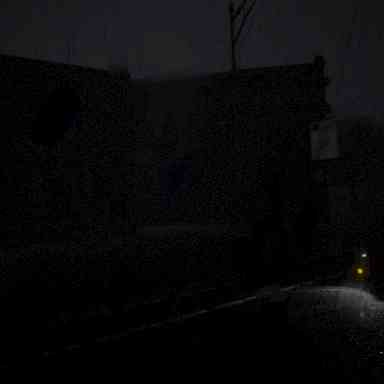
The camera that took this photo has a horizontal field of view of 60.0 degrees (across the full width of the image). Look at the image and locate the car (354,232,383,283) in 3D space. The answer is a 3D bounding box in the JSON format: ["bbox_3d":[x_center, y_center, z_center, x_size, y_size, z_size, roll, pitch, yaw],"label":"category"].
[{"bbox_3d":[5.875,1.477,8.208,4.181,1.385,1.994,-1,0,-36],"label":"car"}]
